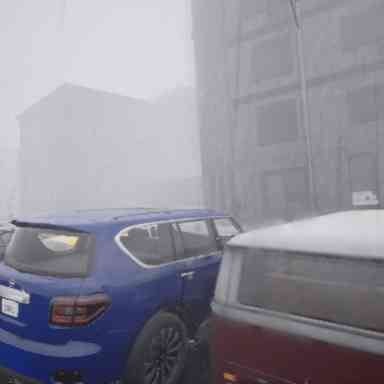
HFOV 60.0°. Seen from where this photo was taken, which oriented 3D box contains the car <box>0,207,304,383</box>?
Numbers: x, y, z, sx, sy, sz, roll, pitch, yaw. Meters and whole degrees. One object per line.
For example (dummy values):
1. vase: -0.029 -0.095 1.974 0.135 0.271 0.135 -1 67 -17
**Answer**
1. car: -0.283 1.270 5.555 2.435 2.045 5.566 -1 -1 36
